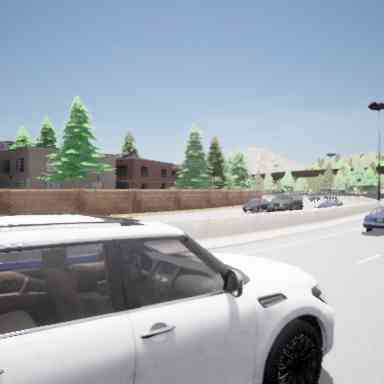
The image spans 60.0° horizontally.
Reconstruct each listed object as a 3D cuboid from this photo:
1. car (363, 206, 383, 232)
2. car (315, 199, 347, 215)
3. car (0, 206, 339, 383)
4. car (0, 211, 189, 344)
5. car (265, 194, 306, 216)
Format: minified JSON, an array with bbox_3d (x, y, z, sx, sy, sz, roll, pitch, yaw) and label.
[{"bbox_3d":[11.326,1.498,18.909,2.033,1.411,5.357,0,0,42],"label":"car"},{"bbox_3d":[14.468,1.489,34.353,2.033,1.411,5.357,0,0,34],"label":"car"},{"bbox_3d":[-0.947,1.230,3.214,5.566,2.045,2.150,0,0,-36],"label":"car"},{"bbox_3d":[-2.522,1.370,6.453,4.553,1.767,2.097,0,0,-36],"label":"car"},{"bbox_3d":[9.539,1.190,33.516,2.150,2.045,5.566,0,0,36],"label":"car"}]
